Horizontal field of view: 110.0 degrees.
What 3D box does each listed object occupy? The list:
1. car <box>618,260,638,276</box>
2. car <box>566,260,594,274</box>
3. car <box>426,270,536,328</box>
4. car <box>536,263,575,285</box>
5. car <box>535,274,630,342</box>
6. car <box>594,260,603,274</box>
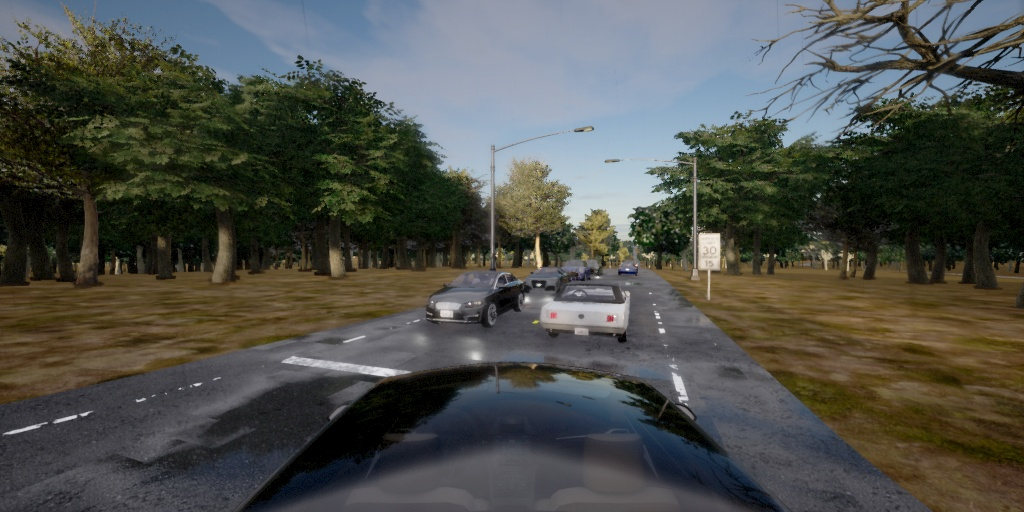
[{"bbox_3d":[12.711,1.416,39.283,1.994,1.385,4.181,0,-1,20],"label":"car"},{"bbox_3d":[4.969,1.094,28.330,2.097,1.767,4.553,0,0,20],"label":"car"},{"bbox_3d":[-0.950,1.233,11.623,2.128,1.511,4.902,0,0,18],"label":"car"},{"bbox_3d":[2.033,1.296,20.029,1.994,1.385,4.181,0,0,20],"label":"car"},{"bbox_3d":[2.250,1.344,9.843,1.895,1.301,4.718,0,0,19],"label":"car"},{"bbox_3d":[8.290,1.167,37.638,2.097,1.767,4.553,0,-1,20],"label":"car"}]
